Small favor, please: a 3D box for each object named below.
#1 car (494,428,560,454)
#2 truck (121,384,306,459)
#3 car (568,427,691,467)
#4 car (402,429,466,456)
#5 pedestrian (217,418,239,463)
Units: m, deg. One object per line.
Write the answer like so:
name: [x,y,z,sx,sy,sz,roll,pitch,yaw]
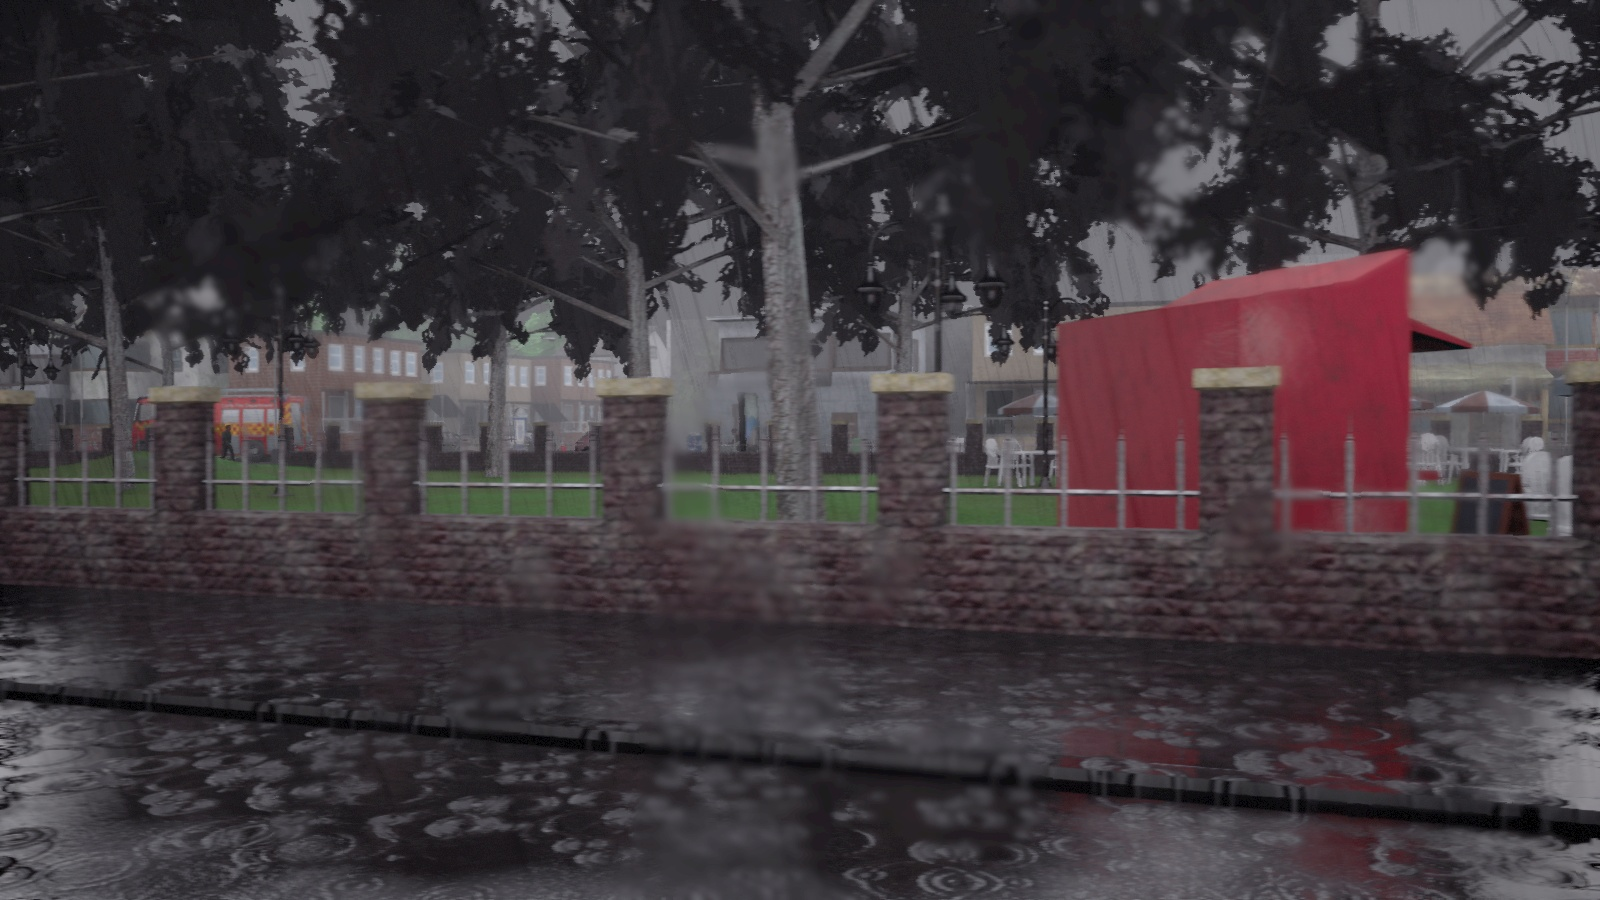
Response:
car: [-18.049,-0.644,83.181,2.033,1.649,4.856,1,1,19]
truck: [-30.705,-1.510,65.935,8.468,3.827,2.891,0,1,5]
car: [-7.328,-0.135,53.955,4.856,1.649,2.033,1,1,19]
car: [-21.374,-0.450,73.375,1.789,1.549,3.705,1,1,19]
pedestrian: [-24.692,-0.424,54.179,0.788,1.949,0.423,1,1,19]
